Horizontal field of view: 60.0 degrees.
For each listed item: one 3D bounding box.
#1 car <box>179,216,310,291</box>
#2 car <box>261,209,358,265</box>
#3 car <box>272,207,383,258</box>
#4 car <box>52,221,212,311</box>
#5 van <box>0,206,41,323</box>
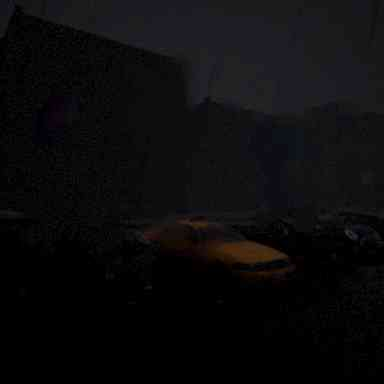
[{"bbox_3d":[0.388,1.505,9.495,1.946,1.575,5.366,0,0,-35],"label":"car"},{"bbox_3d":[2.550,1.523,11.257,2.231,1.521,4.892,0,0,-36],"label":"car"},{"bbox_3d":[4.795,1.410,12.904,2.185,1.767,4.553,0,0,-35],"label":"car"},{"bbox_3d":[-1.989,1.495,8.035,2.231,1.521,4.892,0,0,-36],"label":"car"},{"bbox_3d":[-4.318,1.254,6.509,1.878,1.987,4.442,0,0,-35],"label":"van"}]
